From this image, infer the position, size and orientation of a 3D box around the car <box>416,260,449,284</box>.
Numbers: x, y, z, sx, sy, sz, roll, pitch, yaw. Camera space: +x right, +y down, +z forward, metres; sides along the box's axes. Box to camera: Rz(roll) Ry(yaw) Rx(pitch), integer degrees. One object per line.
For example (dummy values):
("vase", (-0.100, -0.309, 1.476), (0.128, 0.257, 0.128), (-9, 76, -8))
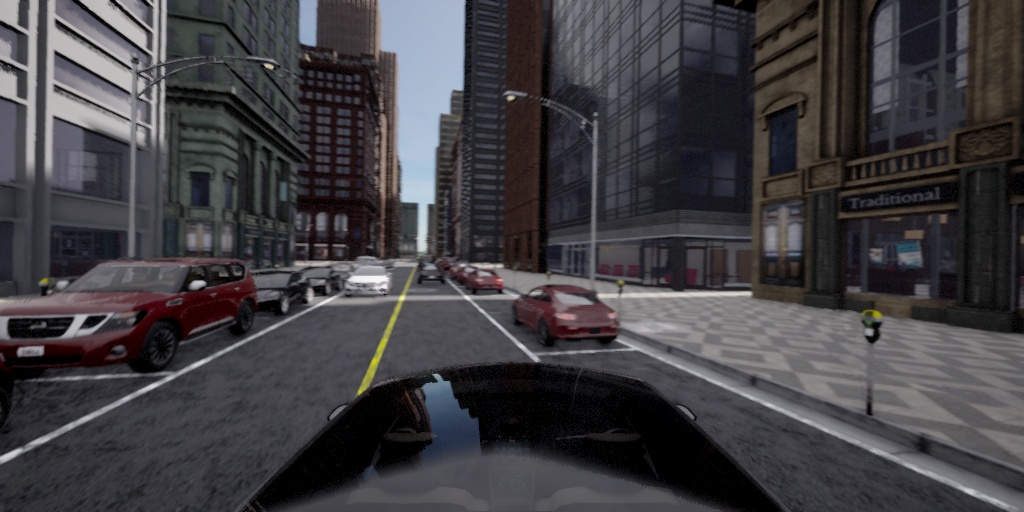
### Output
("car", (-5.972, 1.253, 26.552), (1.812, 1.442, 4.674), (1, 0, -14))

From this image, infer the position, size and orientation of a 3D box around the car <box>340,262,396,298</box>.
("car", (-7.074, 1.203, 18.094), (1.812, 1.442, 4.674), (1, 0, -14))

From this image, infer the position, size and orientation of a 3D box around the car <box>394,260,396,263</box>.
("car", (-19.633, 1.170, 56.391), (1.948, 1.339, 4.313), (0, 0, -14))

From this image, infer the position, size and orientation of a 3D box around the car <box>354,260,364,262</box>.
("car", (-11.263, 1.172, 23.624), (2.007, 1.370, 4.403), (0, 0, -14))

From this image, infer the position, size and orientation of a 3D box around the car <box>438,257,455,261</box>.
("car", (-7.190, 1.081, 42.120), (2.192, 1.841, 5.009), (0, 0, -14))

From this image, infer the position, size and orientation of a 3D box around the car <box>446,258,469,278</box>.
("car", (-4.401, 1.213, 31.199), (1.967, 1.591, 4.097), (0, 0, -14))

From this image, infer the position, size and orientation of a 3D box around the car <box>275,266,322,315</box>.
("car", (-8.474, 1.200, 12.702), (1.948, 1.339, 4.313), (0, 0, -14))

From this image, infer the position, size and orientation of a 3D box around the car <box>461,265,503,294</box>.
("car", (-1.611, 1.366, 20.277), (1.802, 1.307, 4.207), (0, 0, -14))

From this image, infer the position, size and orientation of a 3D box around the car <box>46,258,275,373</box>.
("car", (-7.079, 0.955, 7.240), (2.192, 1.841, 5.009), (0, 0, -14))

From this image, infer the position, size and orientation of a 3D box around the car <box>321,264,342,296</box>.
("car", (-9.868, 1.193, 18.163), (1.948, 1.339, 4.313), (0, 0, -14))

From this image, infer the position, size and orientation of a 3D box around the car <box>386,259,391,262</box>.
("car", (-16.843, 1.189, 45.469), (1.802, 1.307, 4.207), (0, 0, -14))

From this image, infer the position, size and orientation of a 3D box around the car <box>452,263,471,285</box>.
("car", (-3.006, 1.360, 25.739), (1.802, 1.307, 4.207), (0, 0, -14))

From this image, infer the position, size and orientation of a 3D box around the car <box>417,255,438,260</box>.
("car", (-10.282, 0.938, 43.437), (2.150, 2.045, 5.566), (1, 0, -14))

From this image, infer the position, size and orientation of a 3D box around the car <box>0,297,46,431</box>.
("car", (-5.684, 1.087, 1.778), (1.967, 1.591, 4.097), (0, 0, -14))

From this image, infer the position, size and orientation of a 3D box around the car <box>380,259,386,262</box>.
("car", (-15.406, 1.135, 39.843), (1.751, 1.417, 4.829), (0, 0, -14))

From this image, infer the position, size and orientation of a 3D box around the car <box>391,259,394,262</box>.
("car", (-18.238, 1.171, 50.930), (1.948, 1.339, 4.313), (0, 0, -14))

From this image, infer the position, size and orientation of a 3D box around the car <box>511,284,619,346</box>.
("car", (1.178, 1.379, 9.355), (1.802, 1.307, 4.207), (0, 0, -14))

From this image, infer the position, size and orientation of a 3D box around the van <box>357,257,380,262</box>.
("van", (-14.053, 0.954, 34.546), (1.690, 1.789, 3.998), (0, 0, -14))

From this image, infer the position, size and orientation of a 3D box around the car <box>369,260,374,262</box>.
("car", (-12.658, 1.199, 29.085), (1.802, 1.307, 4.207), (0, 0, -14))
